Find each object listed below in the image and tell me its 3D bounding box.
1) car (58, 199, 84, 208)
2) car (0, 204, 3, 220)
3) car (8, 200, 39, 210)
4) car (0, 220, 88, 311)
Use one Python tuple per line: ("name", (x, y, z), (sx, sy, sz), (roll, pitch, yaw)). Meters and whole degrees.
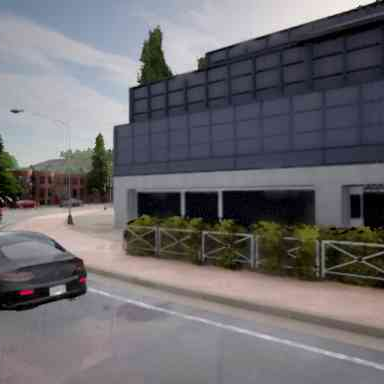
("car", (-20.696, 1.972, 57.016), (1.837, 1.490, 4.892), (-1, -1, 24))
("car", (-15.738, 1.473, 24.769), (2.150, 2.045, 5.566), (-1, 0, -19))
("car", (-26.235, 1.956, 51.972), (1.882, 1.535, 5.008), (-1, 0, 16))
("car", (-4.128, 1.596, 7.396), (4.674, 1.442, 1.812), (-1, 0, 41))
